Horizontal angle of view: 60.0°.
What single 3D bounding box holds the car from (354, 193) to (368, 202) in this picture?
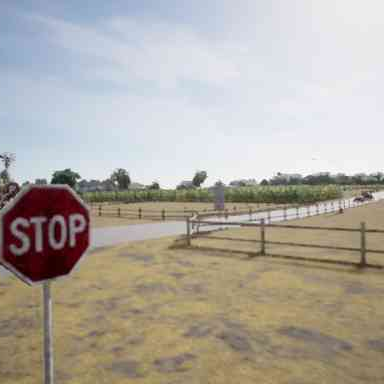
[{"bbox_3d":[42.070,1.632,83.631,1.882,1.535,5.008,-2,0,37],"label":"car"}]
